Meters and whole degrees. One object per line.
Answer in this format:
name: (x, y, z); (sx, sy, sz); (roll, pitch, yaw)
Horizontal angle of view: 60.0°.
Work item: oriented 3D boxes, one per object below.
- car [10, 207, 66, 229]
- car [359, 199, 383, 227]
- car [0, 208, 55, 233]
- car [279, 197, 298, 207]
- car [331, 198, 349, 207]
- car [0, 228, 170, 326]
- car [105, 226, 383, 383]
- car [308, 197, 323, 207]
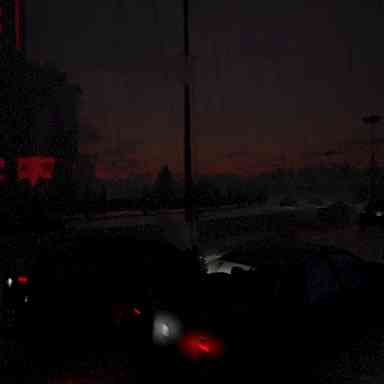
car: (-8.500, 1.505, 15.322); (5.008, 1.535, 1.882); (0, 0, -38)
car: (11.474, 1.224, 19.386); (2.097, 1.767, 4.553); (0, 0, 43)
car: (-7.684, 1.535, 11.572); (4.892, 1.490, 1.837); (-1, 0, -37)
car: (14.072, 1.446, 48.263); (2.033, 1.411, 5.357); (-1, 0, 27)
car: (18.797, 1.439, 42.227); (1.895, 1.301, 4.718); (-1, 0, 28)
car: (-1.653, 1.559, 7.162); (4.181, 1.385, 1.994); (-1, 0, -38)
car: (1.634, 1.520, 5.195); (5.357, 1.411, 2.033); (-1, 0, -39)
car: (18.377, 1.428, 49.352); (1.994, 1.385, 4.181); (-1, 0, 24)
